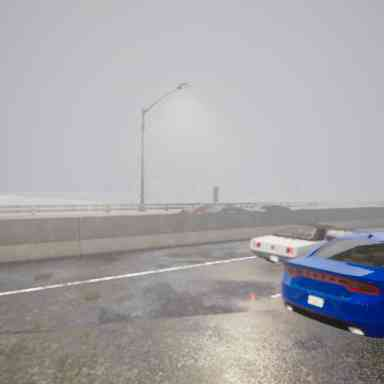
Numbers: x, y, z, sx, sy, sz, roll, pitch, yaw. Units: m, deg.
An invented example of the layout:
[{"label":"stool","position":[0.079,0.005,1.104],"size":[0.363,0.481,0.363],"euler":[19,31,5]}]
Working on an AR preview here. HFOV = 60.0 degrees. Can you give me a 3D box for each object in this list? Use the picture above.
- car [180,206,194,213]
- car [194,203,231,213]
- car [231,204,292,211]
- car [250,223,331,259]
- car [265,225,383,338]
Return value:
[{"label":"car","position":[0.975,1.722,30.356],"size":[4.181,1.385,1.994],"euler":[1,0,-35]},{"label":"car","position":[2.636,1.720,27.247],"size":[4.181,1.385,1.994],"euler":[1,0,-35]},{"label":"car","position":[5.621,1.645,25.062],"size":[5.008,1.535,1.882],"euler":[1,-1,-35]},{"label":"car","position":[4.235,1.686,11.030],"size":[4.718,1.301,1.895],"euler":[1,0,-35]},{"label":"car","position":[3.917,1.538,6.521],"size":[5.008,1.535,1.882],"euler":[1,0,-35]}]
